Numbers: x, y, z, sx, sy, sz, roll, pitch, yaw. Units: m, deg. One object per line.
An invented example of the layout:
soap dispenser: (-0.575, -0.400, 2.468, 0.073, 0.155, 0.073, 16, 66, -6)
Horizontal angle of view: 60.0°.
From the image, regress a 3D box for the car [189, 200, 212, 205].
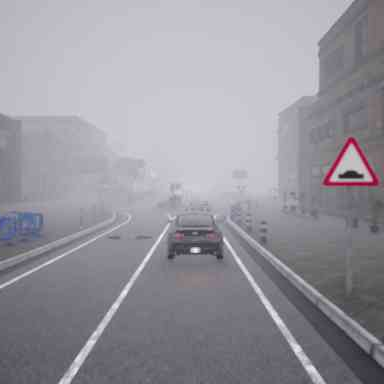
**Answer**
car: (0.723, 1.332, 28.362, 1.895, 1.301, 4.718, 0, 1, 7)

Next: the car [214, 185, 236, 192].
car: (8.051, -0.926, 81.724, 5.008, 1.535, 2.097, 0, 3, -1)

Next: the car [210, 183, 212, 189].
car: (8.000, -1.162, 87.232, 4.892, 1.521, 2.231, 0, 2, -1)

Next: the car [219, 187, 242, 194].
car: (8.186, -0.368, 70.717, 4.674, 1.452, 2.002, 0, 3, -1)

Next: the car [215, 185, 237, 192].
car: (8.092, -0.802, 78.972, 5.008, 1.535, 2.097, 0, 3, -1)

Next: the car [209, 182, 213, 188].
car: (7.935, -1.386, 92.738, 5.008, 1.535, 2.097, 0, 2, -1)

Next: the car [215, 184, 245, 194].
car: (8.028, -0.273, 67.958, 5.366, 1.575, 1.946, 0, 3, -1)

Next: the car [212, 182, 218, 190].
car: (8.148, -0.925, 76.207, 5.566, 2.045, 2.435, 0, 3, -1)

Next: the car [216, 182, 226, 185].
car: (8.119, -0.669, 73.460, 4.553, 1.767, 2.185, 0, 3, -1)

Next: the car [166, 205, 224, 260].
car: (0.102, 1.463, 12.320, 1.837, 1.490, 4.892, 0, 1, 0)
